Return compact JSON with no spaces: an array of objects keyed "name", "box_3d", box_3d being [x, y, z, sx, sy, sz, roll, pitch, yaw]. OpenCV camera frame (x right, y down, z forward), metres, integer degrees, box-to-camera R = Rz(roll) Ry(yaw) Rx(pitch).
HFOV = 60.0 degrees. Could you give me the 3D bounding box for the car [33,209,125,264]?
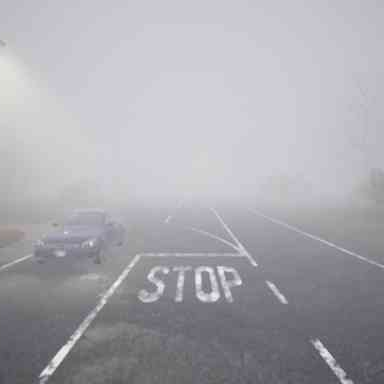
[{"name":"car","box_3d":[-3.450,1.318,11.083,1.812,1.442,4.674,0,1,0]}]
